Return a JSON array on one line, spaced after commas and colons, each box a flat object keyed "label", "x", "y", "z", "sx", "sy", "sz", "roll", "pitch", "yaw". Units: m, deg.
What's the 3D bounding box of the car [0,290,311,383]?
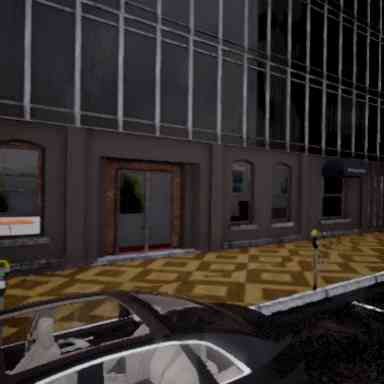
[{"label": "car", "x": -1.070, "y": 1.517, "z": 2.155, "sx": 4.403, "sy": 1.369, "sz": 2.008, "roll": 0, "pitch": 1, "yaw": -34}]
